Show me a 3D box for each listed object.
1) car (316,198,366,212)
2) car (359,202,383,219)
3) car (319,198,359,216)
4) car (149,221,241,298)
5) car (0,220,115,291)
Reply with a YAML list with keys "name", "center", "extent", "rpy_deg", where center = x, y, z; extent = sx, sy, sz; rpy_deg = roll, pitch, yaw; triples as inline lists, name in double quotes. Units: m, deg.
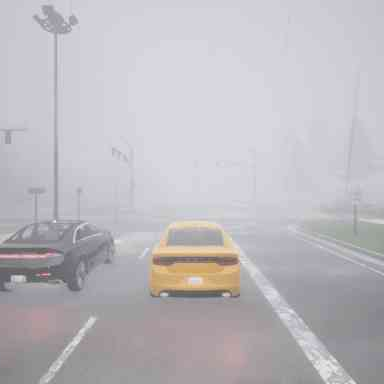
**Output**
- name: "car"
  center: [17.486, 1.491, 39.109]
  extent: [4.902, 1.511, 2.128]
  rpy_deg: [0, 0, 0]
- name: "car"
  center: [17.389, 1.526, 28.588]
  extent: [4.674, 1.442, 1.812]
  rpy_deg: [0, 0, 0]
- name: "car"
  center: [15.365, 1.547, 32.088]
  extent: [5.357, 1.411, 2.033]
  rpy_deg: [0, 0, 0]
- name: "car"
  center: [0.072, 1.478, 8.578]
  extent: [1.882, 1.535, 5.008]
  rpy_deg: [0, 0, 0]
- name: "car"
  center: [-3.420, 1.492, 8.962]
  extent: [2.128, 1.511, 4.902]
  rpy_deg: [0, 0, 0]
